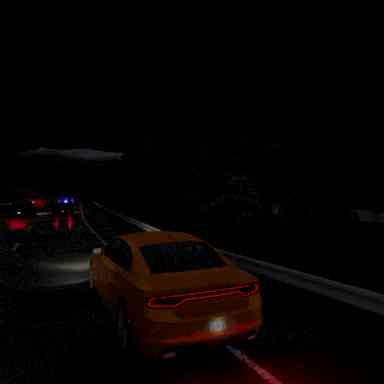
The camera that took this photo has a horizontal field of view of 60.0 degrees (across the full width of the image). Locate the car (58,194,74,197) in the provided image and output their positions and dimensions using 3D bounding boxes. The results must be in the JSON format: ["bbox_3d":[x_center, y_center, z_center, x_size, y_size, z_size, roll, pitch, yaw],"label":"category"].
[{"bbox_3d":[-15.587,1.221,41.377,2.150,2.045,5.566,0,0,-19],"label":"car"}]

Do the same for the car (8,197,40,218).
[{"bbox_3d":[-15.288,1.505,30.091,1.837,1.490,4.892,0,0,-20],"label":"car"}]

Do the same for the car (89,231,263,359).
[{"bbox_3d":[-0.725,1.478,6.312,1.882,1.535,5.008,0,0,-25],"label":"car"}]

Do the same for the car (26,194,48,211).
[{"bbox_3d":[-18.746,1.221,39.969,2.150,2.045,5.566,0,0,-19],"label":"car"}]

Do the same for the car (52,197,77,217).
[{"bbox_3d":[-12.119,1.491,31.495,2.128,1.511,4.902,0,0,-19],"label":"car"}]
